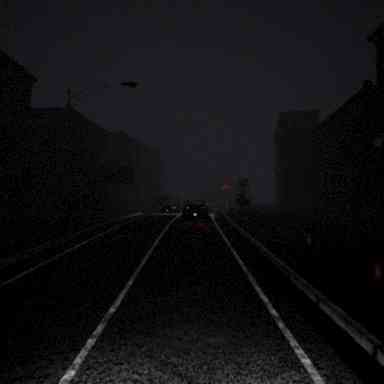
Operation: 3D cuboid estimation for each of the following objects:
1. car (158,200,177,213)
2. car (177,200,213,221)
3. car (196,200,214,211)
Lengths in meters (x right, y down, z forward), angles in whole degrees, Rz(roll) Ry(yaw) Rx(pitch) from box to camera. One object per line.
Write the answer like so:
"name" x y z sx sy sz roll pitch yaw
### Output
"car" -2.274 1.516 35.815 2.033 1.411 5.357 0 -1 5
"car" 0.300 1.327 24.932 2.128 1.511 4.902 0 0 2
"car" 1.688 1.680 42.682 1.895 1.301 4.718 0 -2 7
